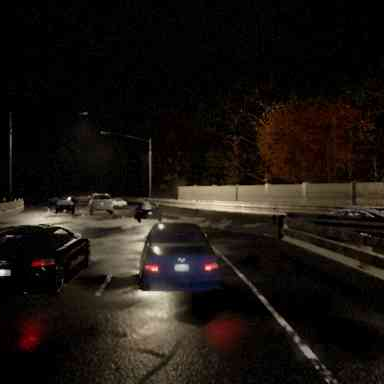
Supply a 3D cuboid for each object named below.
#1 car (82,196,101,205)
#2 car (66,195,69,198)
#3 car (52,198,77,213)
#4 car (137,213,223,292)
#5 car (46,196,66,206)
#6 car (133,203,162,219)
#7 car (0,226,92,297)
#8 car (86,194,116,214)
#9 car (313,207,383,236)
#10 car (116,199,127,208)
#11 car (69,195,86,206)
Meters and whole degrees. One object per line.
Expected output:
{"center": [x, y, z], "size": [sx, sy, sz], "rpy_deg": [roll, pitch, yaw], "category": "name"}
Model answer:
{"center": [-18.313, 1.461, 60.373], "size": [1.882, 1.535, 5.008], "rpy_deg": [0, 0, -33], "category": "car"}
{"center": [-23.118, 1.504, 67.453], "size": [2.128, 1.511, 4.902], "rpy_deg": [0, 0, -39], "category": "car"}
{"center": [-13.793, 1.591, 36.127], "size": [1.895, 1.301, 4.718], "rpy_deg": [0, 0, -20], "category": "car"}
{"center": [-0.445, 1.545, 9.079], "size": [2.033, 1.411, 5.357], "rpy_deg": [0, 0, -6], "category": "car"}
{"center": [-21.865, 1.550, 52.938], "size": [1.994, 1.385, 4.181], "rpy_deg": [0, 0, -30], "category": "car"}
{"center": [-3.631, 1.557, 26.840], "size": [1.994, 1.385, 4.181], "rpy_deg": [0, 0, -14], "category": "car"}
{"center": [-3.929, 1.561, 8.558], "size": [1.994, 1.385, 4.181], "rpy_deg": [0, 0, -5], "category": "car"}
{"center": [-9.684, 1.211, 35.053], "size": [2.150, 2.045, 5.566], "rpy_deg": [0, 0, -19], "category": "car"}
{"center": [7.485, 1.488, 15.808], "size": [2.128, 1.511, 4.902], "rpy_deg": [0, 0, -40], "category": "car"}
{"center": [-10.572, 1.588, 46.434], "size": [1.895, 1.301, 4.718], "rpy_deg": [0, 0, -25], "category": "car"}
{"center": [-17.596, 1.477, 52.540], "size": [2.128, 1.511, 4.902], "rpy_deg": [0, 0, -28], "category": "car"}
